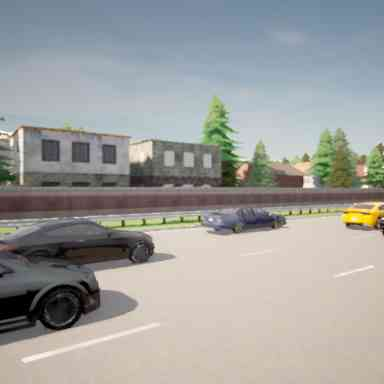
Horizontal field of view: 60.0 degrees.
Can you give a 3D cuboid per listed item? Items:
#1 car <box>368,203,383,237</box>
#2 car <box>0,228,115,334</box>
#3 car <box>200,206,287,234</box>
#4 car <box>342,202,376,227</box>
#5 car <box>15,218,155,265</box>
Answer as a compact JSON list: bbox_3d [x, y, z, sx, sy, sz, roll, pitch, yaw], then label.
[{"bbox_3d":[10.743,1.403,15.713,4.902,1.511,2.128,0,0,-36],"label":"car"},{"bbox_3d":[-3.675,1.564,5.422,4.181,1.385,1.994,0,0,-36],"label":"car"},{"bbox_3d":[3.026,1.481,18.806,5.357,1.411,2.033,0,0,-36],"label":"car"},{"bbox_3d":[11.223,1.373,20.356,5.008,1.535,1.882,0,0,-36],"label":"car"},{"bbox_3d":[-3.350,1.511,9.956,4.674,1.442,1.812,0,0,-36],"label":"car"}]
